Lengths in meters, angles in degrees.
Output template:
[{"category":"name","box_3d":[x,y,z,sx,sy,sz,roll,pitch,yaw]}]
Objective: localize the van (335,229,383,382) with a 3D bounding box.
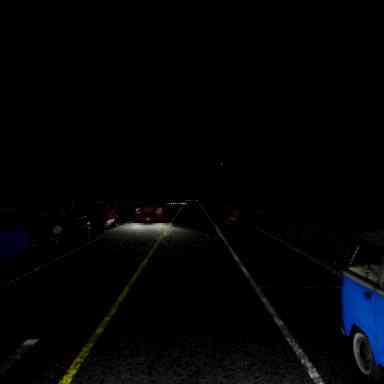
[{"category":"van","box_3d":[2.759,1.338,2.868,1.690,1.788,3.998,0,0,0]}]

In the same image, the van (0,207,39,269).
[{"category":"van","box_3d":[-5.766,1.330,8.505,1.690,1.788,3.998,0,0,0]}]

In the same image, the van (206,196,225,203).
[{"category":"van","box_3d":[2.764,1.295,36.712,1.690,1.788,3.998,0,0,0]}]

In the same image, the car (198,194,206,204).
[{"category":"car","box_3d":[2.369,1.399,61.011,1.882,1.535,5.008,0,0,0]}]

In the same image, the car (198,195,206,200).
[{"category":"car","box_3d":[2.774,1.414,93.119,2.008,1.369,4.403,0,0,0]}]

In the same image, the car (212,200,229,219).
[{"category":"car","box_3d":[2.763,1.551,25.431,1.802,1.307,4.206,0,0,0]}]

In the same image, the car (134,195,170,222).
[{"category":"car","box_3d":[-3.096,1.320,25.621,2.097,1.767,4.553,0,0,0]}]

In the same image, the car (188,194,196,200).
[{"category":"car","box_3d":[0.012,1.231,78.909,1.812,1.442,4.674,0,0,0]}]

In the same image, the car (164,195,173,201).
[{"category":"car","box_3d":[-5.753,1.452,81.838,1.947,1.339,4.313,0,0,0]}]

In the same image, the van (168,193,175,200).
[{"category":"van","box_3d":[-5.752,1.204,93.119,1.690,1.788,3.998,0,0,0]}]

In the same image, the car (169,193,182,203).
[{"category":"car","box_3d":[-2.993,1.452,66.848,2.033,1.411,5.357,0,0,0]}]

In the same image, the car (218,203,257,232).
[{"category":"car","box_3d":[2.762,1.558,19.791,1.802,1.307,4.206,0,0,0]}]

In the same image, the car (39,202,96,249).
[{"category":"car","box_3d":[-5.765,1.423,14.146,1.967,1.590,4.097,0,0,0]}]

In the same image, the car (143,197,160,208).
[{"category":"car","box_3d":[-5.759,1.483,47.992,1.887,1.381,4.507,0,0,0]}]

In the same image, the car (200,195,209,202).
[{"category":"car","box_3d":[2.771,1.463,76.197,1.947,1.339,4.313,0,0,0]}]

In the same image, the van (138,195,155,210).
[{"category":"van","box_3d":[-5.761,1.287,42.351,1.690,1.788,3.998,0,0,0]}]

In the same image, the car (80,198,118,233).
[{"category":"car","box_3d":[-5.764,1.290,19.788,2.192,1.841,5.009,0,0,0]}]

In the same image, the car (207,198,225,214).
[{"category":"car","box_3d":[2.764,1.527,31.072,1.947,1.339,4.313,0,0,0]}]

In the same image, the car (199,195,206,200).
[{"category":"car","box_3d":[2.773,1.400,87.648,1.752,1.417,4.829,0,0,0]}]
